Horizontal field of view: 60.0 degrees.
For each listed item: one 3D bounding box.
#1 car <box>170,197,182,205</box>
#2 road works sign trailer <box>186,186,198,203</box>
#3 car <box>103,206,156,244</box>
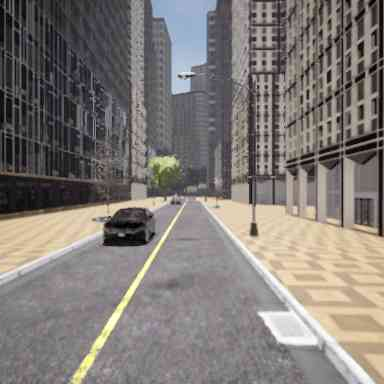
[{"bbox_3d":[-2.772,1.541,58.357,2.033,1.411,5.357,0,0,1],"label":"car"},{"bbox_3d":[0.013,0.470,68.561,2.380,3.560,2.880,0,0,0],"label":"road works sign trailer"},{"bbox_3d":[-2.847,1.461,15.948,1.882,1.535,5.008,0,0,0],"label":"car"}]
